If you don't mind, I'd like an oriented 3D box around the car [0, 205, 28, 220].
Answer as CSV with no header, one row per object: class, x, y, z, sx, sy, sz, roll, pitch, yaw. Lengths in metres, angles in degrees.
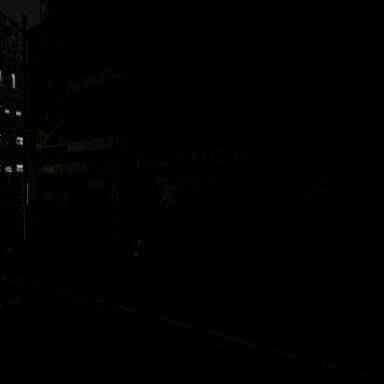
car,-17.283,1.963,32.774,1.895,1.301,4.718,0,-1,34
